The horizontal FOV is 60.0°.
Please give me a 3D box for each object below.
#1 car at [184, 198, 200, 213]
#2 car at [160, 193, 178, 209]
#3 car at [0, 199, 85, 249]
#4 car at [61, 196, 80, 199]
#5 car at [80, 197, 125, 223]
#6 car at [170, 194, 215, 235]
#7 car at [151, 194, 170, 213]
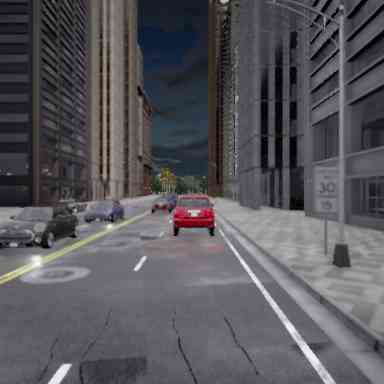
[{"bbox_3d":[0.046,1.523,39.513,1.837,1.490,4.892,0,1,1],"label":"car"},{"bbox_3d":[-3.229,1.245,47.260,2.150,2.045,5.566,0,0,0],"label":"car"},{"bbox_3d":[-6.582,1.355,14.506,2.097,1.767,4.553,0,0,0],"label":"car"},{"bbox_3d":[-9.739,1.122,26.673,1.837,1.490,4.892,0,0,0],"label":"car"},{"bbox_3d":[-6.571,1.360,25.473,2.097,1.767,4.553,0,0,1],"label":"car"},{"bbox_3d":[0.107,1.224,19.088,2.150,2.045,5.566,0,0,0],"label":"car"},{"bbox_3d":[-3.236,1.366,36.750,2.097,1.767,4.553,0,0,0],"label":"car"}]
